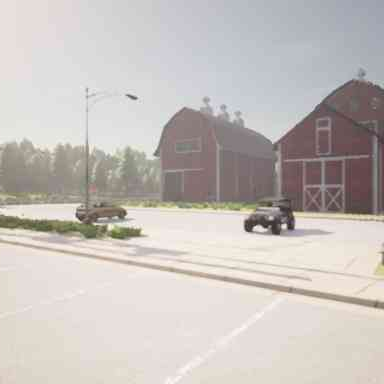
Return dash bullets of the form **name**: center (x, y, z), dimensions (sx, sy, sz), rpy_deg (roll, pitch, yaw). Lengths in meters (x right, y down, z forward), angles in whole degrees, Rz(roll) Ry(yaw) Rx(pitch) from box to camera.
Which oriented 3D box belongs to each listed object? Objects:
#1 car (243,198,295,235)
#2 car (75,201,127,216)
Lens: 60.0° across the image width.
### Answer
- **car**: center (4.461, 1.277, 18.800), dimensions (1.905, 1.878, 3.866), rpy_deg (0, 0, 35)
- **car**: center (-6.994, 1.450, 25.934), dimensions (1.816, 1.474, 4.193), rpy_deg (0, 0, 35)
